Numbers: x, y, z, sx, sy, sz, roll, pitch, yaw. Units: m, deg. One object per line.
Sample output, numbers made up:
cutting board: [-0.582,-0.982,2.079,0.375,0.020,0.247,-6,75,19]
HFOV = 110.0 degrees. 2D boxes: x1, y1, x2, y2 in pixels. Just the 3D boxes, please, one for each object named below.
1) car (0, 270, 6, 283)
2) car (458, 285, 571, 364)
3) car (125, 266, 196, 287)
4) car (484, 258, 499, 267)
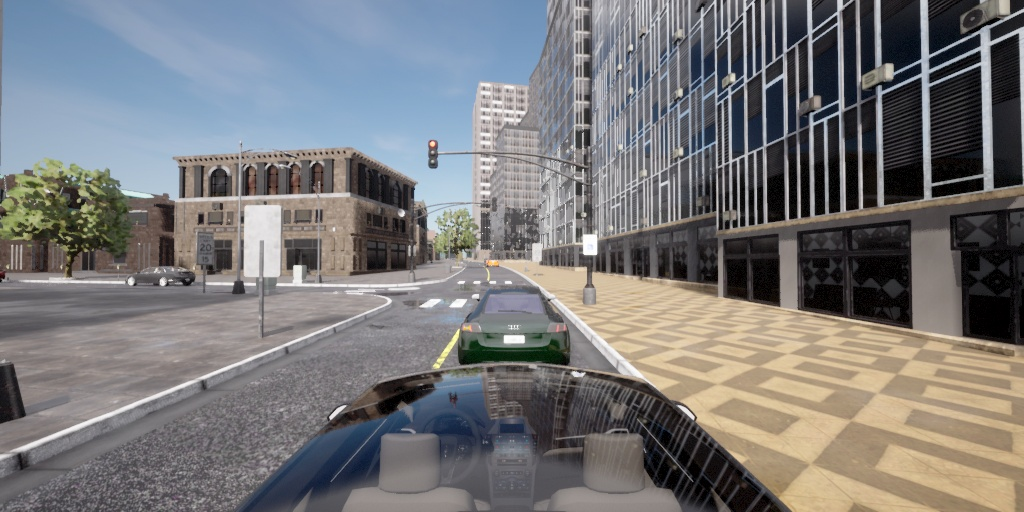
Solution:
car: [-41.453,1.380,27.466,4.507,1.381,1.888,0,0,9]
car: [0.039,1.315,7.799,1.994,1.385,4.181,0,0,0]
car: [-24.214,1.378,24.710,4.403,1.370,2.007,0,0,9]
car: [-3.560,1.096,64.696,2.097,1.767,4.553,0,0,-7]
